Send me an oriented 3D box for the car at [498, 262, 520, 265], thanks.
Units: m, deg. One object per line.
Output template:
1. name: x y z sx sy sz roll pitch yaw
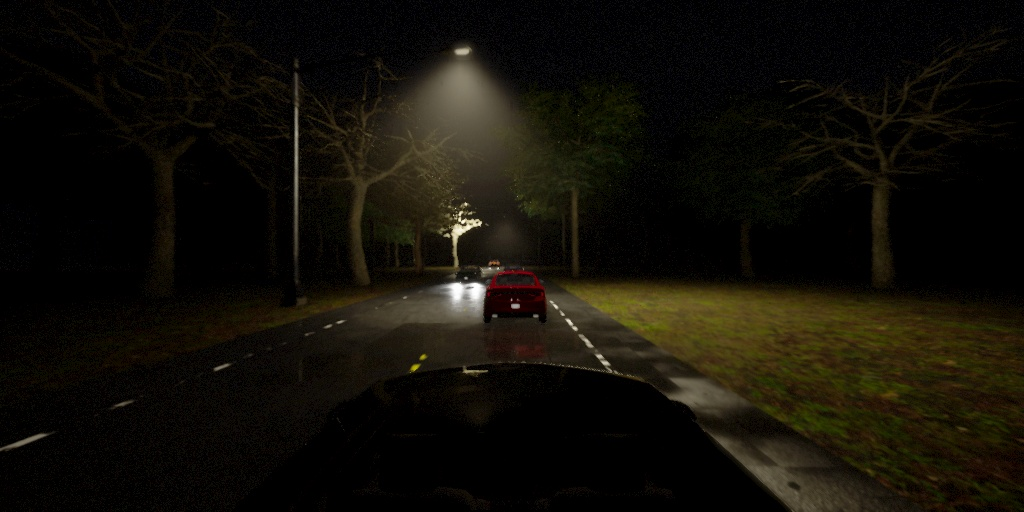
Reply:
1. car: 0.101 1.389 31.351 2.033 1.411 5.357 0 0 0

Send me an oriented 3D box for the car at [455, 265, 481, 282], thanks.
1. car: -3.595 1.438 30.258 1.895 1.301 4.718 0 0 0

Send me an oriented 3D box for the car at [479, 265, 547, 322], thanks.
1. car: 0.100 1.253 12.497 1.882 1.535 5.008 0 0 0
